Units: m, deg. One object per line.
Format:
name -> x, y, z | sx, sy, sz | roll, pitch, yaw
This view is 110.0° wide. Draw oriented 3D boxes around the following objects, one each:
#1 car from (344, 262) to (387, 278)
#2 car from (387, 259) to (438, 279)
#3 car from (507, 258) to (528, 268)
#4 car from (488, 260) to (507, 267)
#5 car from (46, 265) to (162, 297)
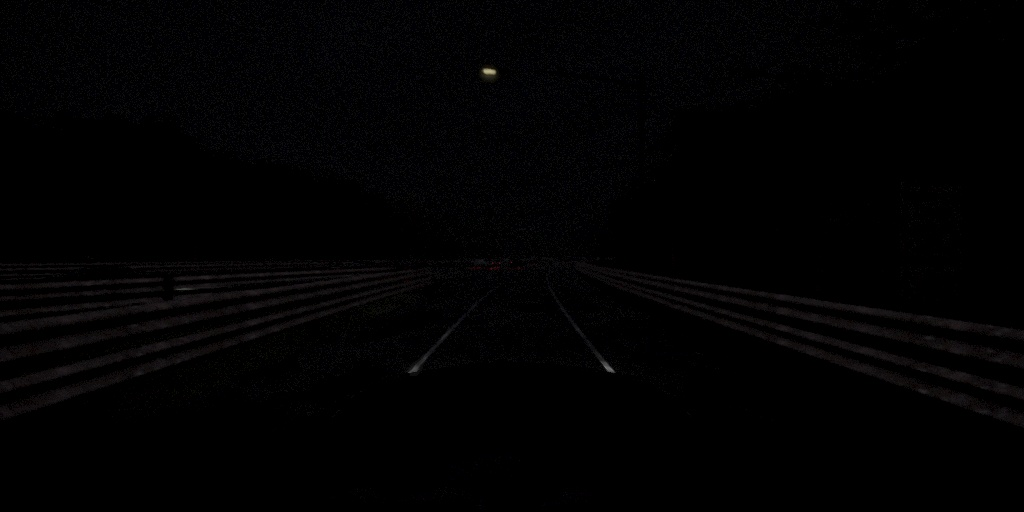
car -> -12.123, 1.180, 29.928 | 2.033, 1.411, 5.357 | 0, 0, 16
car -> -8.206, 1.133, 30.882 | 1.882, 1.535, 5.008 | 0, 0, 16
car -> 1.247, 1.104, 63.470 | 2.097, 1.767, 4.553 | 0, 0, 16
car -> -2.110, 1.338, 64.471 | 1.895, 1.301, 4.718 | 0, 0, 16
car -> -19.383, 1.130, 17.459 | 1.994, 1.385, 4.181 | 0, 0, 16
